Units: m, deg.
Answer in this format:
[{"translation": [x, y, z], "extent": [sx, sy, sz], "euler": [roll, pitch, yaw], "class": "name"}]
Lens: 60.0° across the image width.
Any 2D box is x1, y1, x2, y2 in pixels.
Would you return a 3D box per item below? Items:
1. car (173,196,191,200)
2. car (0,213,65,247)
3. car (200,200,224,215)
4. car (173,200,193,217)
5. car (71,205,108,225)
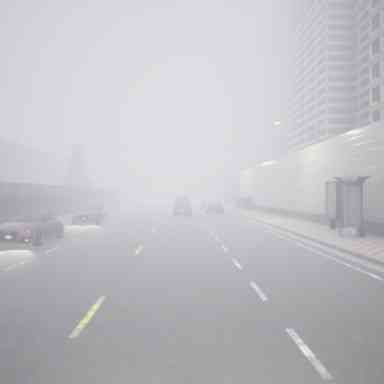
[{"translation": [-1.272, 1.517, 44.099], "extent": [2.150, 2.045, 5.566], "euler": [0, 0, -3], "class": "car"}, {"translation": [-7.546, 1.671, 15.556], "extent": [1.994, 1.385, 4.181], "euler": [0, 0, -2], "class": "car"}, {"translation": [2.450, 1.739, 37.238], "extent": [2.128, 1.511, 4.902], "euler": [0, 0, -2], "class": "car"}, {"translation": [-0.953, 1.790, 33.918], "extent": [1.994, 1.385, 4.181], "euler": [0, 0, -1], "class": "car"}, {"translation": [-7.879, 1.740, 25.914], "extent": [1.994, 1.385, 4.181], "euler": [0, 0, -2], "class": "car"}]
